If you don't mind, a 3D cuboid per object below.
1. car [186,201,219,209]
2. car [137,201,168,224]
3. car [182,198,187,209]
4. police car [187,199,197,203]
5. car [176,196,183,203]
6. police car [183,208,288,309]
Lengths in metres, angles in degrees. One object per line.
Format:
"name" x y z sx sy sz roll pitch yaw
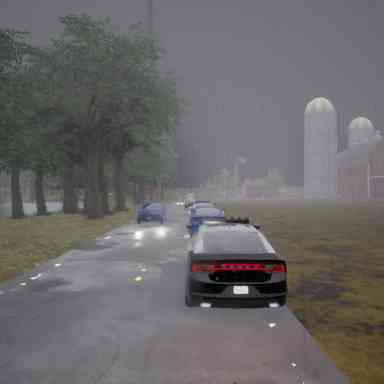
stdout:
"car" 0.794 1.487 18.009 1.882 1.535 5.008 0 0 0
"car" -2.893 1.496 24.825 1.882 1.535 5.008 0 0 0
"car" -0.054 1.699 47.076 1.895 1.301 4.718 0 0 1
"police car" 0.783 1.442 24.120 1.930 1.638 5.238 0 0 0
"car" -2.892 1.835 80.862 2.128 1.511 4.902 0 0 0
"police car" 0.811 1.428 8.119 1.930 1.638 5.238 0 0 0
